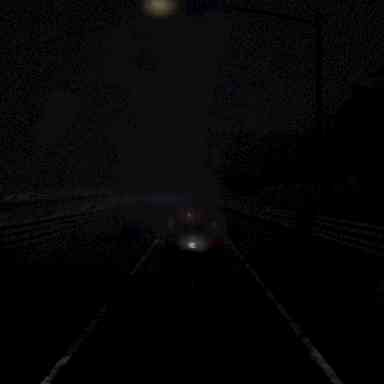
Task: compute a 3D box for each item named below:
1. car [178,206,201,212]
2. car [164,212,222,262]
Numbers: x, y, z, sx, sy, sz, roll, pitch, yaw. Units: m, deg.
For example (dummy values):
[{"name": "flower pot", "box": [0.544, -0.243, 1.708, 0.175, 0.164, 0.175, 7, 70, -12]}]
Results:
[{"name": "car", "box": [-0.203, 1.833, 27.757, 1.994, 1.385, 4.181, 0, 0, -2]}, {"name": "car", "box": [0.036, 1.689, 12.600, 1.994, 1.385, 4.181, 0, 0, 0]}]
